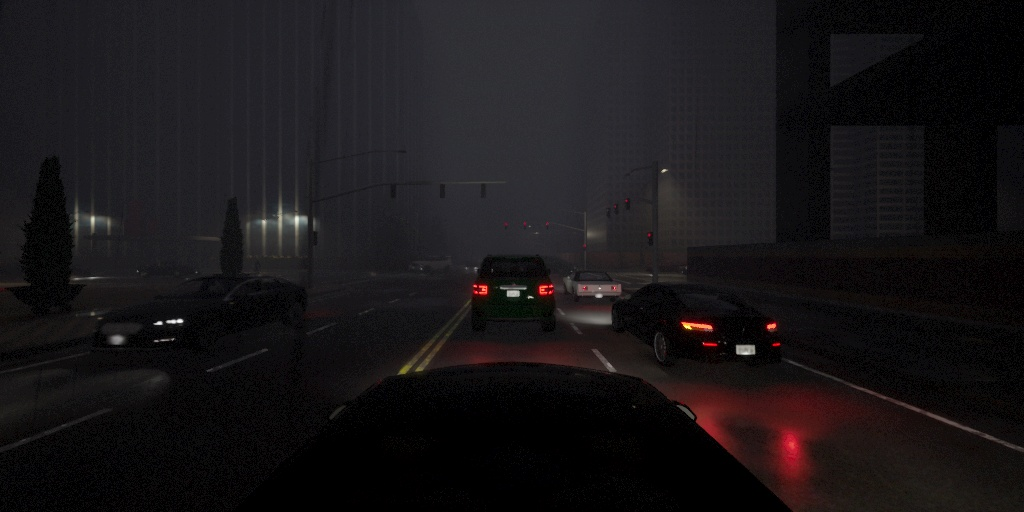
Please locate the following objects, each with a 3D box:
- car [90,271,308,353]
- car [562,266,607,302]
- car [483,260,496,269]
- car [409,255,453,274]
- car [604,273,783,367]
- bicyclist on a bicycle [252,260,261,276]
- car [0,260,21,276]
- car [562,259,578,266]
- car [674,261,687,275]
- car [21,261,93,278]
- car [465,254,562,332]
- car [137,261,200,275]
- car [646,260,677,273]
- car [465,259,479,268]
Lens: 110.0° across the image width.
[{"bbox_3d":[-7.095,1.241,8.889,2.128,1.511,4.902,0,0,0],"label":"car"},{"bbox_3d":[3.594,1.351,16.975,1.895,1.301,4.718,0,0,0],"label":"car"},{"bbox_3d":[-3.546,1.351,57.554,1.895,1.301,4.718,0,0,0],"label":"car"},{"bbox_3d":[-9.454,0.970,42.453,2.150,2.045,5.566,2,1,34],"label":"car"},{"bbox_3d":[3.589,1.276,7.814,1.812,1.442,4.674,0,0,0],"label":"car"},{"bbox_3d":[-24.643,1.203,34.599,0.582,1.620,1.656,0,0,-13],"label":"bicyclist on a bicycle"},{"bbox_3d":[-50.677,1.314,36.613,4.181,1.385,1.994,0,0,3],"label":"car"},{"bbox_3d":[3.856,0.971,35.400,5.566,2.045,2.150,0,1,32],"label":"car"},{"bbox_3d":[19.879,1.351,37.210,4.718,1.301,1.895,0,0,1],"label":"car"},{"bbox_3d":[-41.552,1.314,33.033,4.181,1.385,1.994,0,0,0],"label":"car"},{"bbox_3d":[0.058,0.971,11.057,2.150,2.045,5.566,0,0,1],"label":"car"},{"bbox_3d":[-31.584,1.241,33.080,4.902,1.511,2.128,0,0,0],"label":"car"},{"bbox_3d":[17.810,1.228,40.723,5.008,1.535,1.882,0,0,0],"label":"car"},{"bbox_3d":[-7.020,1.275,63.336,1.812,1.442,4.674,0,0,0],"label":"car"}]
